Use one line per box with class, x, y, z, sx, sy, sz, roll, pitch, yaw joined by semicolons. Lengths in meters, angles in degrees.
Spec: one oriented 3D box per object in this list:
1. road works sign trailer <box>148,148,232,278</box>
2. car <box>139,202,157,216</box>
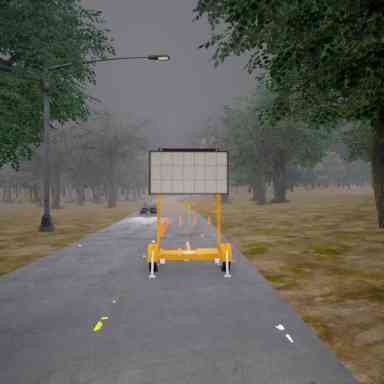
road works sign trailer;-0.097;0.474;10.219;2.380;3.560;2.880;0;0;-2
car;-4.233;1.662;33.501;1.895;1.301;4.718;0;0;-4
